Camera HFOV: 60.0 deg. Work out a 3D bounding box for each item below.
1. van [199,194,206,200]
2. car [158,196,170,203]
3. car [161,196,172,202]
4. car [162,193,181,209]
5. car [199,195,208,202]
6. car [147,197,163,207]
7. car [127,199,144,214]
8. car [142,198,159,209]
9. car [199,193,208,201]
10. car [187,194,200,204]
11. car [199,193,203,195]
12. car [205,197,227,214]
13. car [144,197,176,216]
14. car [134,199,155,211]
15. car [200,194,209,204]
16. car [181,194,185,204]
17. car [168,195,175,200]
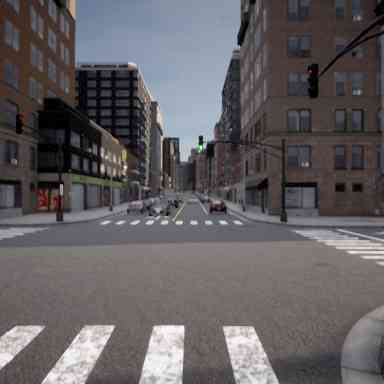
[{"bbox_3d":[2.865,1.339,91.448,1.690,1.788,3.998,1,0,0],"label":"van"},{"bbox_3d":[-5.728,1.556,69.125,2.008,1.369,4.403,1,0,0],"label":"car"},{"bbox_3d":[-5.713,1.570,74.711,1.947,1.339,4.313,1,0,0],"label":"car"},{"bbox_3d":[-3.004,1.223,46.494,2.150,2.045,5.566,0,0,0],"label":"car"},{"bbox_3d":[2.838,1.442,80.276,1.967,1.590,4.097,1,0,0],"label":"car"},{"bbox_3d":[-5.771,1.557,52.367,2.008,1.369,4.403,1,0,0],"label":"car"},{"bbox_3d":[-5.815,1.583,35.610,1.802,1.307,4.206,1,0,0],"label":"car"},{"bbox_3d":[-5.786,1.530,46.612,1.752,1.417,4.829,1,0,0],"label":"car"},{"bbox_3d":[2.852,1.315,85.862,2.192,1.841,5.009,1,0,0],"label":"car"},{"bbox_3d":[0.118,1.608,62.386,1.895,1.301,4.718,0,0,0],"label":"car"},{"bbox_3d":[2.811,1.445,69.105,1.967,1.590,4.097,1,0,0],"label":"car"},{"bbox_3d":[2.730,1.546,35.591,1.887,1.381,4.507,1,0,0],"label":"car"},{"bbox_3d":[-3.043,1.492,32.396,2.128,1.511,4.902,0,0,0],"label":"car"},{"bbox_3d":[-5.801,1.569,41.196,1.947,1.339,4.313,1,0,0],"label":"car"},{"bbox_3d":[2.796,1.588,63.519,1.802,1.307,4.206,1,0,0],"label":"car"},{"bbox_3d":[-2.874,1.553,66.414,2.033,1.411,5.357,0,0,0],"label":"car"},{"bbox_3d":[-5.670,1.580,91.469,1.802,1.307,4.206,1,0,0],"label":"car"}]
